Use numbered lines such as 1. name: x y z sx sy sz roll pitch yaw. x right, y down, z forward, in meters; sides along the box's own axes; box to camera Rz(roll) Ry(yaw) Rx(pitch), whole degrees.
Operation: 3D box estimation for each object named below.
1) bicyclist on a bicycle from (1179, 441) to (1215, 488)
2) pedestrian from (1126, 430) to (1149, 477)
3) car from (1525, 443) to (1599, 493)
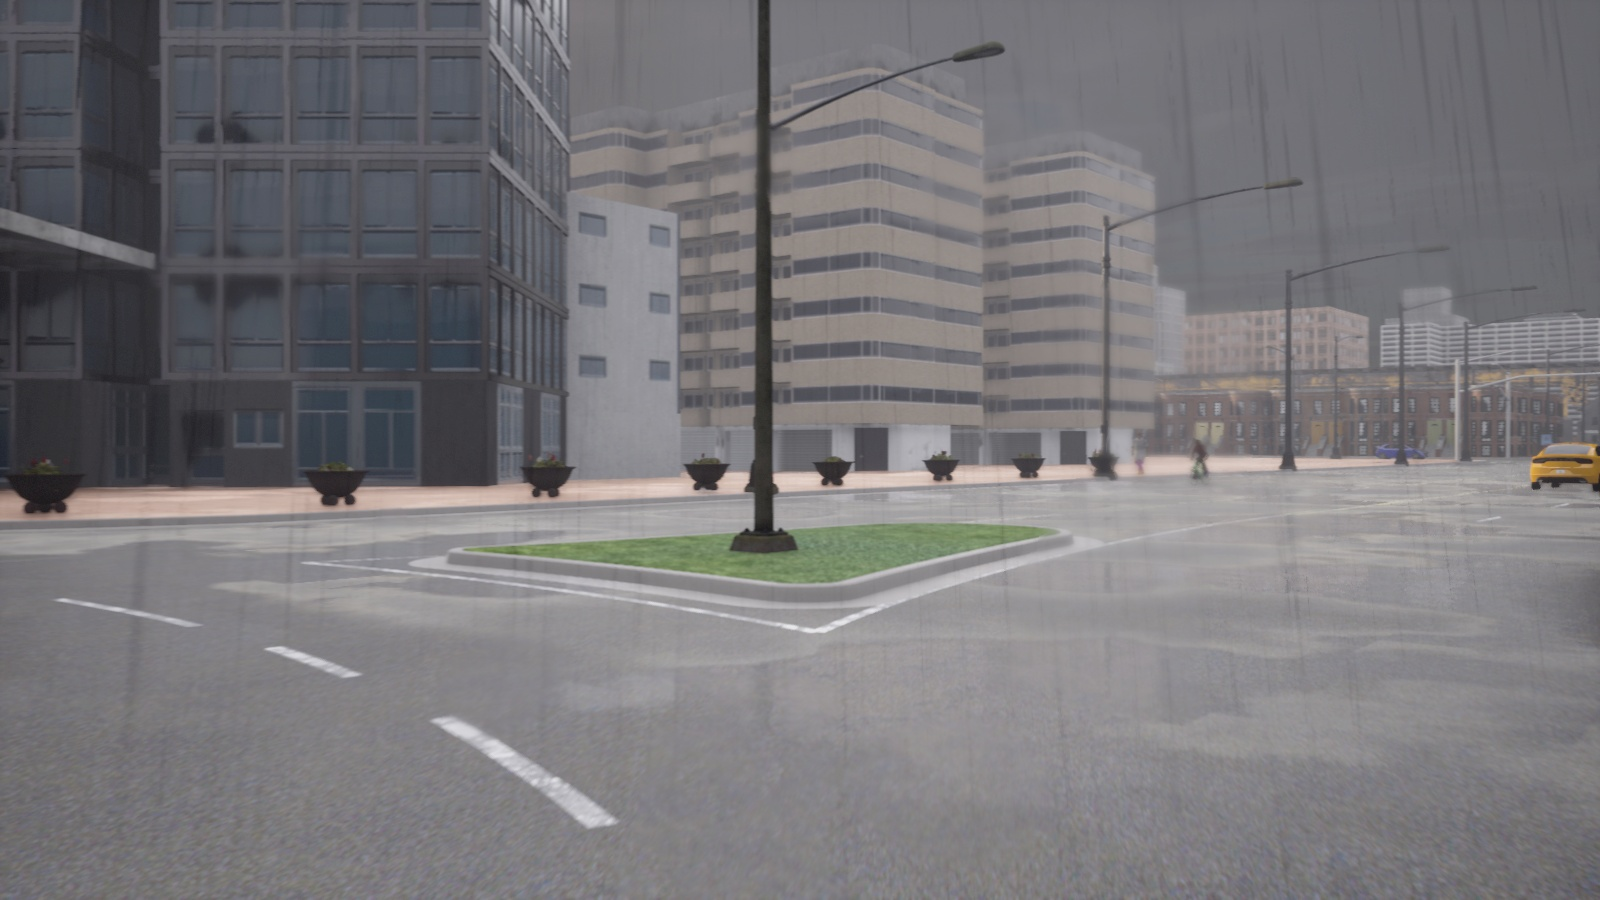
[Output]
1. bicyclist on a bicycle: 13.825 0.481 43.717 0.582 1.620 1.656 0 1 41
2. pedestrian: 14.292 0.131 53.105 0.659 1.952 0.873 0 0 37
3. car: 25.127 0.546 40.764 1.882 1.535 5.008 0 0 41
